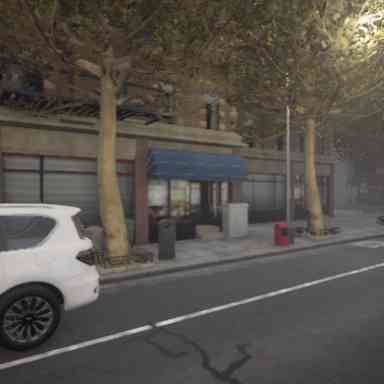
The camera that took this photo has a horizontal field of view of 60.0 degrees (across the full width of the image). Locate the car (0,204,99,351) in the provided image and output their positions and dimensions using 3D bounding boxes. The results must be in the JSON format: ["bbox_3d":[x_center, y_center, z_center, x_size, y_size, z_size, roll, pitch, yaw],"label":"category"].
[{"bbox_3d":[-4.153,1.231,4.657,5.566,2.045,2.435,0,0,-36],"label":"car"}]
